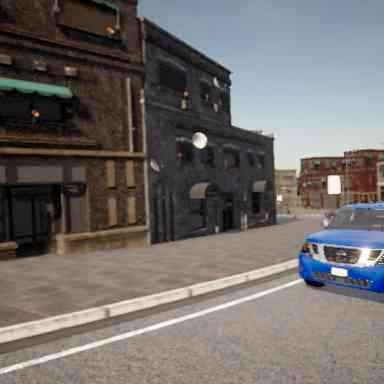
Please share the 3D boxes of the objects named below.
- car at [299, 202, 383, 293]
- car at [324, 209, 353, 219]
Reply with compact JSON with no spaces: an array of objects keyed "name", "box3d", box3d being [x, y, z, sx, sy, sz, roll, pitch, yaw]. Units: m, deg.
[{"name":"car","box3d":[4.917,1.299,8.721,2.150,2.045,5.566,-1,-1,44]},{"name":"car","box3d":[21.673,3.251,49.464,2.033,1.411,5.357,-2,-4,1]}]
